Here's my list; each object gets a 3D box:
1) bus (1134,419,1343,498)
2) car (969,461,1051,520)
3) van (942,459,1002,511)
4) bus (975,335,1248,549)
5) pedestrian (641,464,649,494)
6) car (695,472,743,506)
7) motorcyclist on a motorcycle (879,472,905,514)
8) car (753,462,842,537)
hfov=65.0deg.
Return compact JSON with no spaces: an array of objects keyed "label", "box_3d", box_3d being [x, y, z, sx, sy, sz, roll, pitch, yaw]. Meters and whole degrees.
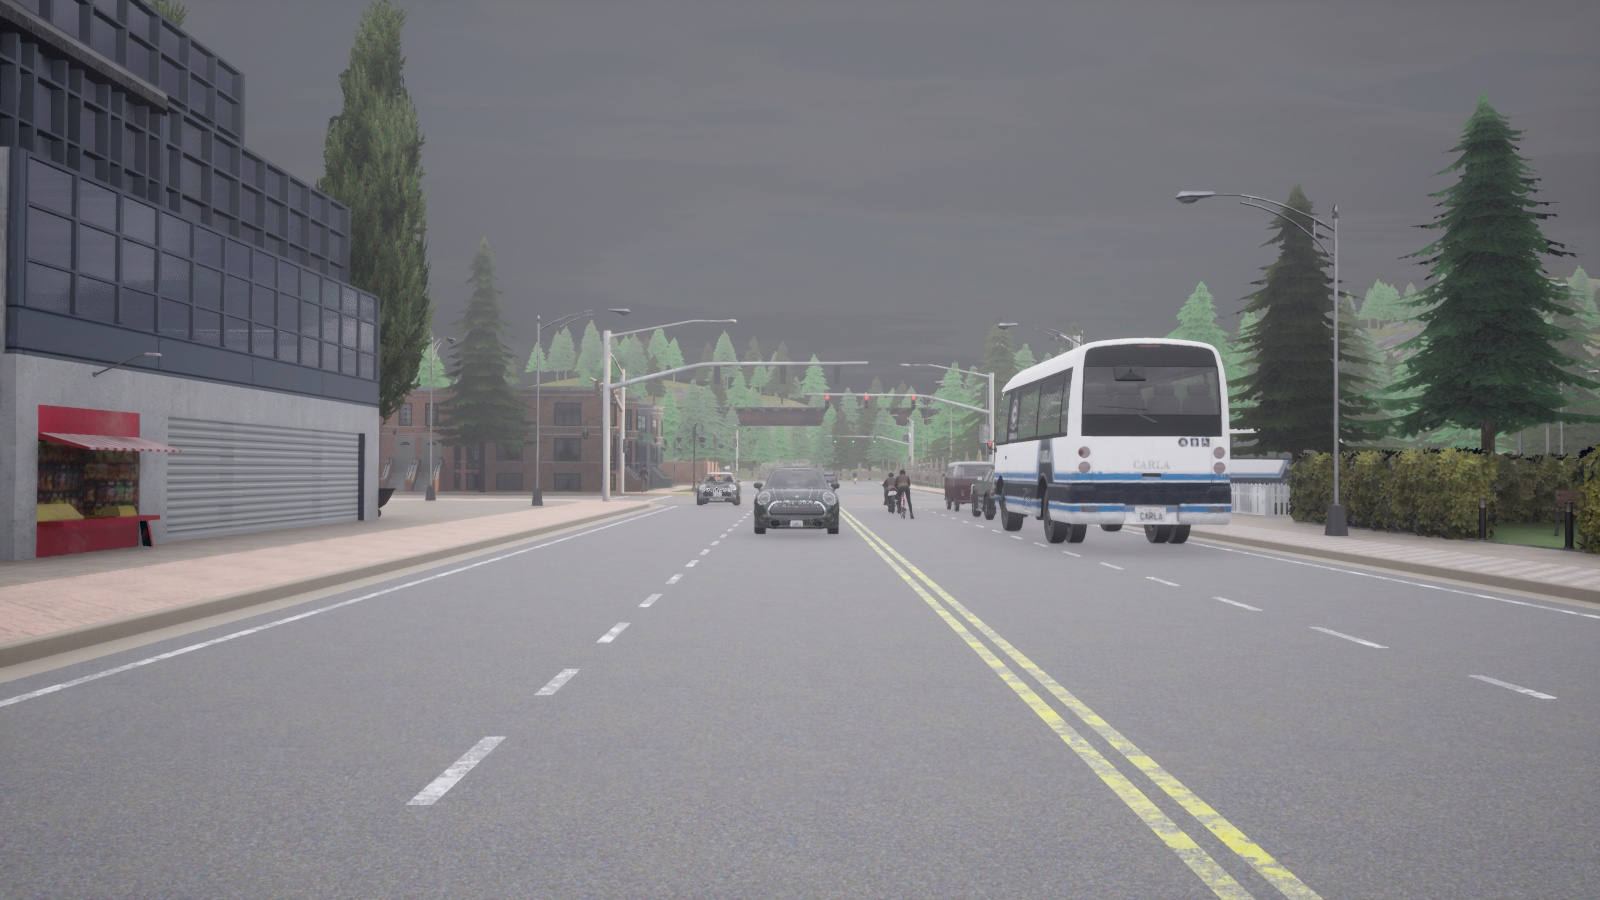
[{"label":"bus","box_3d":[24.327,0.516,70.172,10.273,4.253,3.944,0,-1,0]},{"label":"car","box_3d":[6.904,1.302,41.671,1.932,1.855,4.605,0,-1,0]},{"label":"van","box_3d":[6.883,1.387,50.564,1.775,1.987,4.442,0,-1,0]},{"label":"bus","box_3d":[6.925,-0.084,30.178,3.944,4.253,10.273,0,-1,0]},{"label":"pedestrian","box_3d":[-9.810,1.844,79.493,0.402,1.930,0.666,0,-1,2]},{"label":"car","box_3d":[-3.630,1.747,56.851,1.970,1.475,3.806,0,-1,0]},{"label":"motorcyclist on a motorcycle","box_3d":[3.394,1.563,46.551,0.797,1.523,2.044,0,-1,0]},{"label":"car","box_3d":[-0.074,1.210,32.020,2.097,1.767,4.553,0,-1,0]}]
